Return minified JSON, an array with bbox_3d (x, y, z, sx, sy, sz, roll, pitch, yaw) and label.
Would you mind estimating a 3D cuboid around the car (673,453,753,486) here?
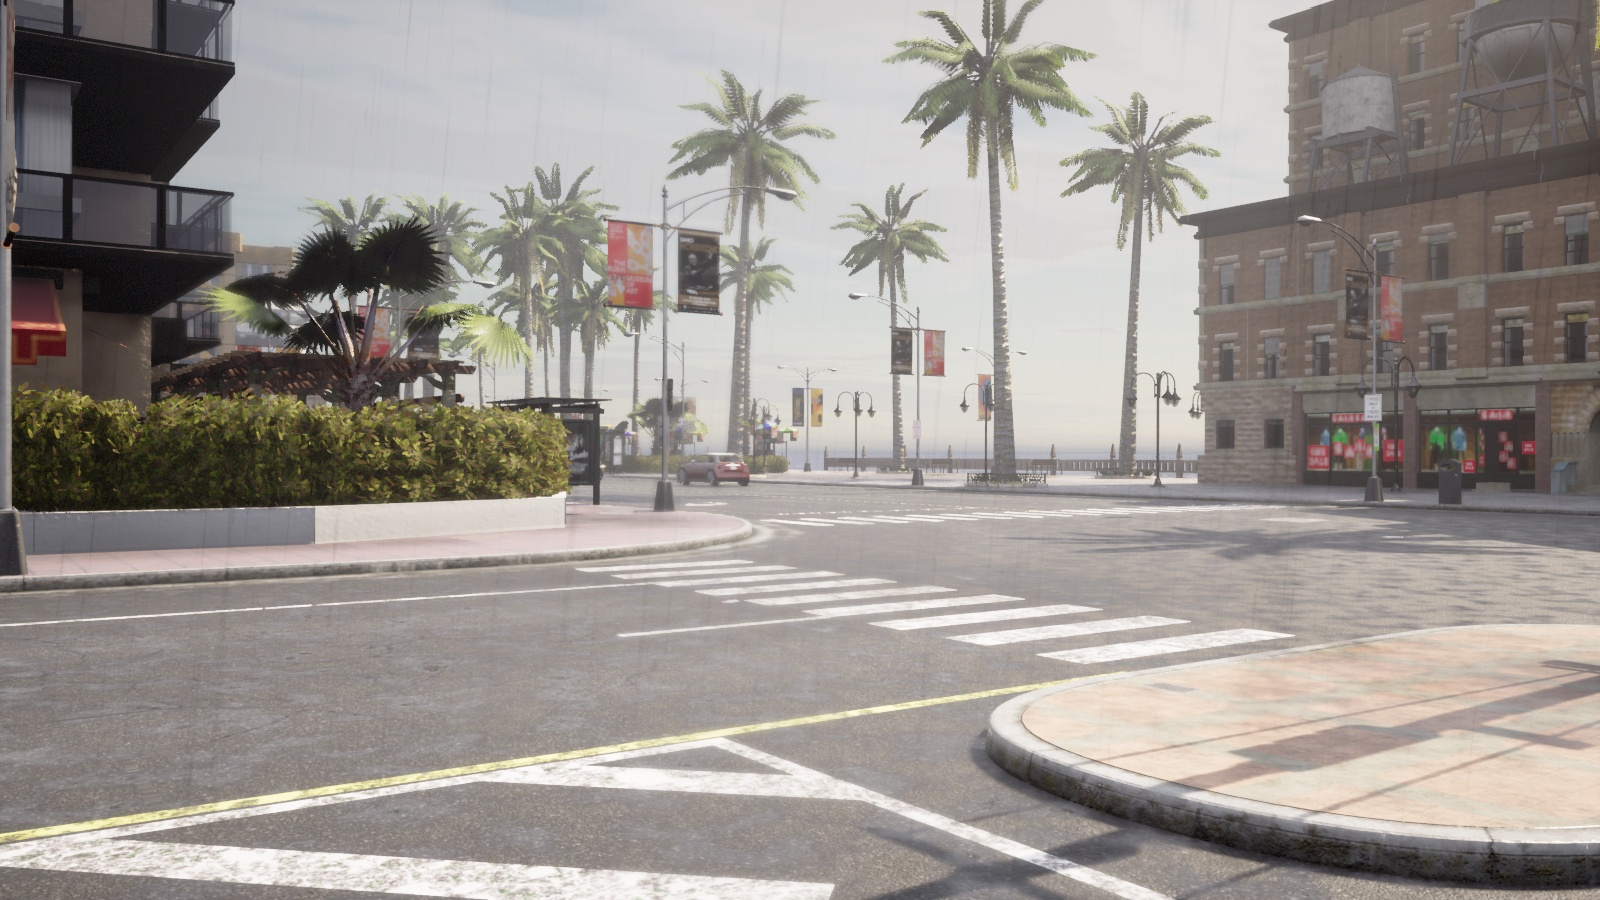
[{"bbox_3d":[-3.979,0.858,56.836,1.970,1.475,3.806,0,0,-34],"label":"car"}]
